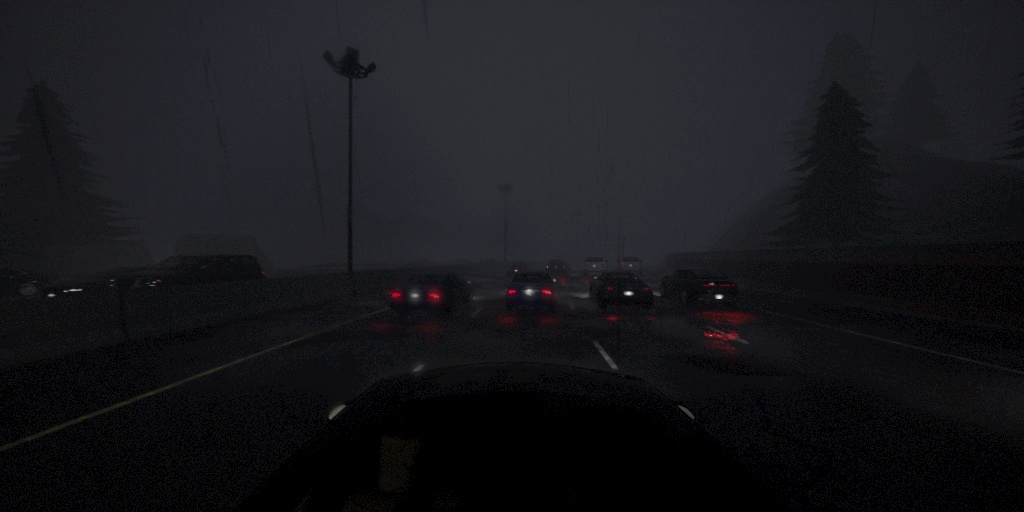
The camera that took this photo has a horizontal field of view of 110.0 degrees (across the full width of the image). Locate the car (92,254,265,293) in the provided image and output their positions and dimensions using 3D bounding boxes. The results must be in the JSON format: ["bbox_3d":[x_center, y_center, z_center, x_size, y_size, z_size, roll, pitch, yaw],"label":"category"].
[{"bbox_3d":[-13.342,0.931,15.267,2.150,2.045,5.566,0,0,6],"label":"car"}]

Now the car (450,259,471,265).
[{"bbox_3d":[-7.298,1.331,56.307,1.895,1.301,4.718,0,0,21],"label":"car"}]

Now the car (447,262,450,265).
[{"bbox_3d":[-9.158,1.202,61.060,1.882,1.535,5.008,0,0,22],"label":"car"}]

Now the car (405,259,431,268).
[{"bbox_3d":[-14.715,1.185,56.343,1.882,1.535,5.008,0,0,20],"label":"car"}]

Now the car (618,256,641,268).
[{"bbox_3d":[12.762,1.011,38.786,2.150,2.045,5.566,0,0,17],"label":"car"}]

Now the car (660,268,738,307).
[{"bbox_3d":[8.046,1.280,15.856,1.837,1.490,4.892,0,0,6],"label":"car"}]

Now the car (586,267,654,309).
[{"bbox_3d":[4.437,1.328,15.025,1.994,1.385,4.181,0,0,6],"label":"car"}]

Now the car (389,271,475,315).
[{"bbox_3d":[-2.783,1.289,13.631,2.033,1.411,5.357,0,0,5],"label":"car"}]

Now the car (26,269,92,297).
[{"bbox_3d":[-16.797,1.205,15.655,1.837,1.490,4.892,0,0,6],"label":"car"}]

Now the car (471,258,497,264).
[{"bbox_3d":[-3.894,1.092,55.348,2.097,1.767,4.553,0,0,21],"label":"car"}]

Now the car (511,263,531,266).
[{"bbox_3d":[0.822,1.318,34.736,1.994,1.385,4.181,0,0,13],"label":"car"}]

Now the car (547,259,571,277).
[{"bbox_3d":[4.617,1.117,35.466,2.097,1.767,4.553,0,0,14],"label":"car"}]

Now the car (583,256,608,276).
[{"bbox_3d":[8.615,0.999,37.034,2.150,2.045,5.566,0,0,15],"label":"car"}]

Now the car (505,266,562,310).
[{"bbox_3d":[0.849,1.301,14.833,2.033,1.411,5.357,0,0,6],"label":"car"}]

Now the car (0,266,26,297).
[{"bbox_3d":[-23.819,1.183,15.584,1.837,1.490,4.892,0,0,6],"label":"car"}]
